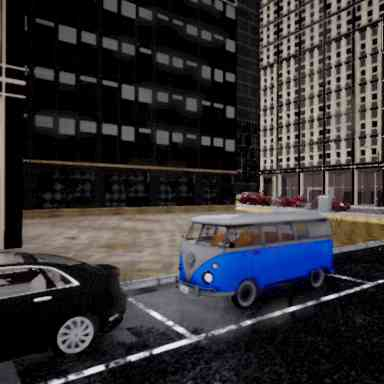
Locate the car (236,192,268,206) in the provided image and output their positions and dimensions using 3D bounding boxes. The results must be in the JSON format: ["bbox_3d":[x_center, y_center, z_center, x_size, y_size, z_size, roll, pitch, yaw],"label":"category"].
[{"bbox_3d":[8.688,0.955,45.409,2.192,1.841,5.009,2,0,-36],"label":"car"}]

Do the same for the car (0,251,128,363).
[{"bbox_3d":[-3.036,1.551,4.395,4.403,1.369,2.008,0,0,-35],"label":"car"}]

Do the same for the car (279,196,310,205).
[{"bbox_3d":[15.455,1.265,50.340,1.802,1.307,4.206,2,0,-36],"label":"car"}]

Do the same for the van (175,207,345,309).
[{"bbox_3d":[1.564,1.378,7.675,3.998,1.788,1.690,0,0,-35],"label":"van"}]

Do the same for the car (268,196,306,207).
[{"bbox_3d":[11.925,1.329,40.878,1.802,1.307,4.206,2,0,-36],"label":"car"}]

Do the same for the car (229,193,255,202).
[{"bbox_3d":[8.864,0.990,59.546,1.752,1.417,4.829,2,0,-36],"label":"car"}]

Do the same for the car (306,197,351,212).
[{"bbox_3d":[15.176,1.294,36.346,1.967,1.590,4.097,2,0,-36],"label":"car"}]

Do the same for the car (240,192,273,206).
[{"bbox_3d":[9.402,0.958,48.841,2.097,1.767,4.553,0,1,-36],"label":"car"}]
